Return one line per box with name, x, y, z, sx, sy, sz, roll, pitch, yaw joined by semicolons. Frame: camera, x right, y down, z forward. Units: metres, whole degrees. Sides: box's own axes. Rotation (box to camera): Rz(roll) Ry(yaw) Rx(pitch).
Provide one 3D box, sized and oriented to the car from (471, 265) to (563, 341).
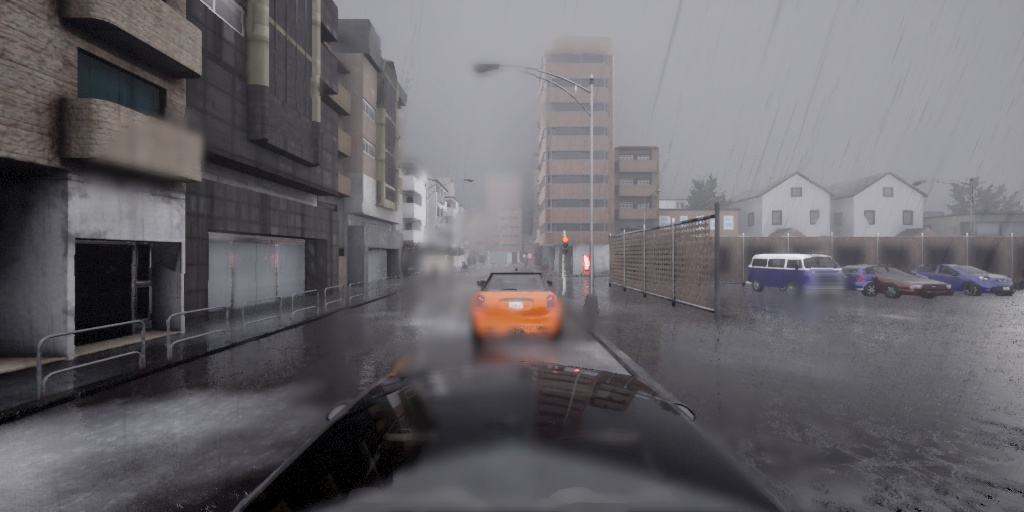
car;0.102;1.102;10.009;2.097;1.767;4.553;0;0;0
